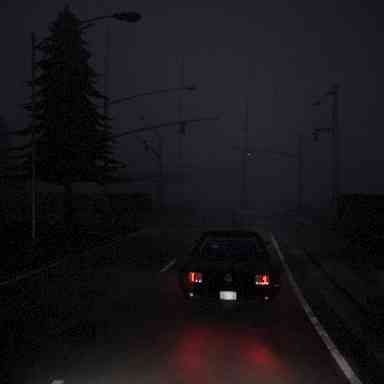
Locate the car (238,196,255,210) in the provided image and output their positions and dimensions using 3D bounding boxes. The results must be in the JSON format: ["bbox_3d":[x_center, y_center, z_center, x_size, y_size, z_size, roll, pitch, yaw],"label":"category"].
[{"bbox_3d":[7.149,1.346,43.212,2.097,1.767,4.553,0,0,10],"label":"car"}]

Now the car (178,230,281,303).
[{"bbox_3d":[0.973,1.600,8.268,1.895,1.301,4.718,0,0,8],"label":"car"}]

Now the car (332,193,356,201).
[{"bbox_3d":[34.367,1.088,75.348,4.605,1.855,1.932,0,0,10],"label":"car"}]

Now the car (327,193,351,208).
[{"bbox_3d":[20.161,1.325,43.015,5.027,1.636,2.152,0,0,10],"label":"car"}]

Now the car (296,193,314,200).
[{"bbox_3d":[27.182,1.067,79.940,3.866,1.878,1.905,0,0,10],"label":"car"}]

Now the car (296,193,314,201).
[{"bbox_3d":[26.007,1.351,76.770,3.806,1.475,1.970,0,0,10],"label":"car"}]
